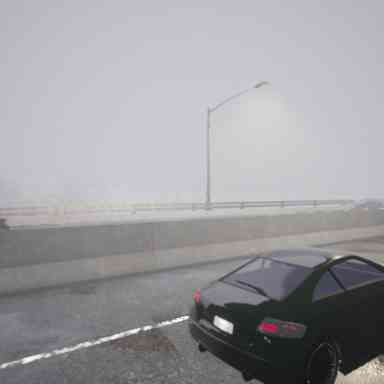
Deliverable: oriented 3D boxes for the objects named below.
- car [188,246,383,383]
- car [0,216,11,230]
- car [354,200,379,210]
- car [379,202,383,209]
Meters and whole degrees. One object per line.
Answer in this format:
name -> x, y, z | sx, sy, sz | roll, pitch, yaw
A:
car -> 2.012, 1.564, 5.162 | 4.181, 1.385, 1.994 | 0, 0, -35
car -> -10.302, 1.502, 13.831 | 4.892, 1.490, 1.837 | 0, 0, -35
car -> 21.292, 1.601, 39.949 | 4.181, 1.385, 1.994 | 0, 0, -34
car -> 23.257, 1.214, 37.052 | 4.674, 1.442, 1.812 | 0, 0, -34
